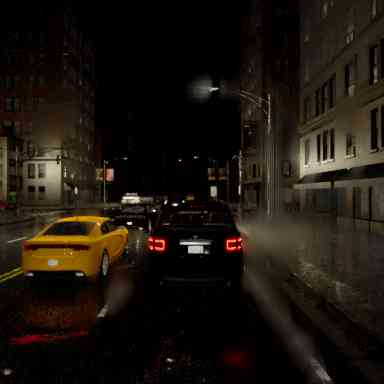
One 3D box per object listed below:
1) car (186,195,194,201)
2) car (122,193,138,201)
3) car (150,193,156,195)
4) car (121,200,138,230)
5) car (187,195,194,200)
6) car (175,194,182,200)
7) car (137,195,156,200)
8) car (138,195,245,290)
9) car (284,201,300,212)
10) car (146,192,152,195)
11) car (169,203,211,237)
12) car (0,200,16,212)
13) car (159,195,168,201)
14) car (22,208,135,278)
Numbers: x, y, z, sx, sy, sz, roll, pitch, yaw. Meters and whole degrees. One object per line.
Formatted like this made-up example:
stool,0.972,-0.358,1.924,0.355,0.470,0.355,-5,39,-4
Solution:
car,-0.451,1.457,81.034,1.882,1.535,5.008,0,0,0
car,-10.145,1.215,55.168,2.150,2.045,5.566,0,0,0
car,-6.884,1.534,68.989,2.033,1.411,5.357,0,0,0
car,-3.258,1.477,19.784,1.882,1.535,5.008,0,0,0
car,-0.510,1.442,91.484,1.895,1.301,4.718,0,0,0
car,-3.760,1.347,91.436,1.837,1.490,4.892,0,0,0
car,-6.885,1.541,52.337,2.033,1.411,5.357,0,0,-1
car,0.051,1.221,9.210,2.150,2.045,5.566,0,0,0
car,12.569,1.600,37.742,4.181,1.385,1.994,0,0,0
car,-10.134,1.341,68.938,2.097,1.767,4.553,0,0,0
car,-0.103,1.491,19.077,2.128,1.511,4.902,0,0,0
car,-22.122,1.567,37.364,4.181,1.385,1.994,0,0,0
car,-6.952,1.458,81.070,1.882,1.535,5.008,0,0,0
car,-3.205,1.478,10.124,1.882,1.535,5.008,0,0,0
